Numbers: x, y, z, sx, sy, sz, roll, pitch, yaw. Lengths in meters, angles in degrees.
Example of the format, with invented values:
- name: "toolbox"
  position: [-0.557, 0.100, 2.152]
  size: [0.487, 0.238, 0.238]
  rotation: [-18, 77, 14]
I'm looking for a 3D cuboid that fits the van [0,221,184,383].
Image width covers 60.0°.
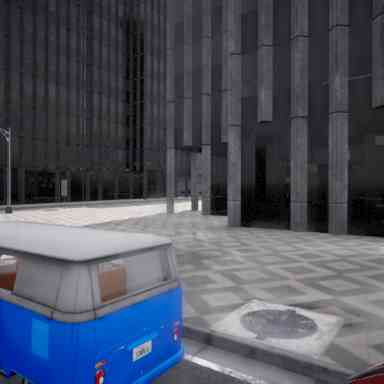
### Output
- name: "van"
  position: [-1.999, 1.341, 4.388]
  size: [3.998, 1.788, 1.690]
  rotation: [0, 0, 35]

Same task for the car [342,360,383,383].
- name: "car"
  position: [2.501, 1.440, 1.183]
  size: [4.097, 1.590, 1.967]
  rotation: [0, 0, 35]
